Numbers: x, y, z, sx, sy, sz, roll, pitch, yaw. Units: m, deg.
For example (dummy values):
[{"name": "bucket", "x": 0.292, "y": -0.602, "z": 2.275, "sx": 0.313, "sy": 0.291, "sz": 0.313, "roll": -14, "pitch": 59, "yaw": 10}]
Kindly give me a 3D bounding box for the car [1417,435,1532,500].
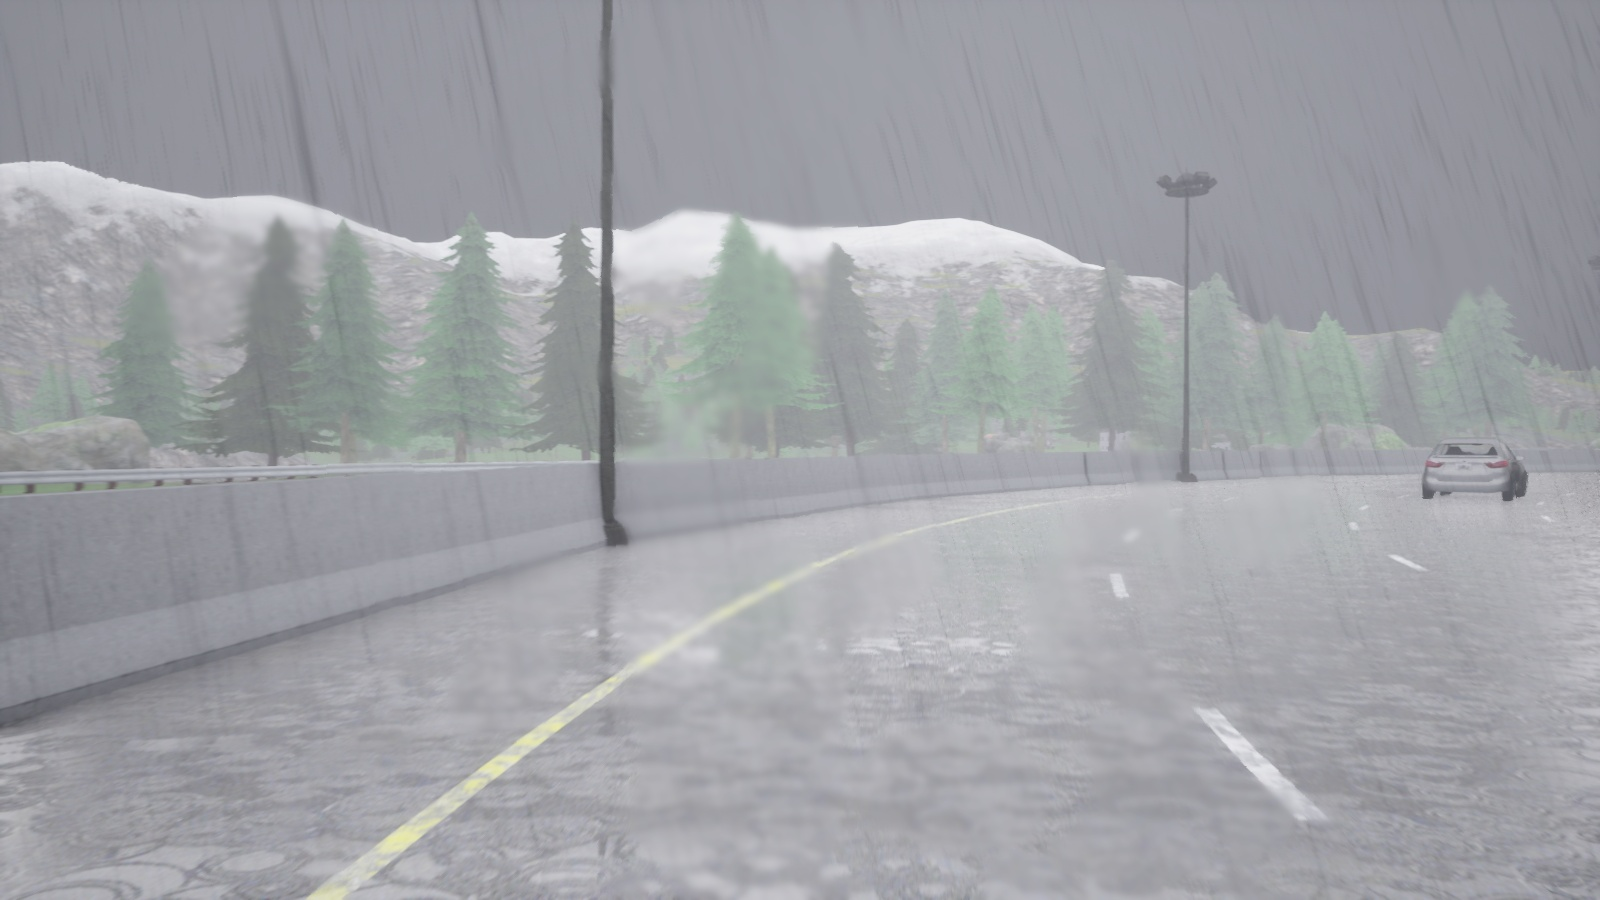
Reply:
[{"name": "car", "x": 18.674, "y": 0.448, "z": 34.671, "sx": 2.242, "sy": 1.667, "sz": 4.611, "roll": 0, "pitch": 0, "yaw": 35}]
